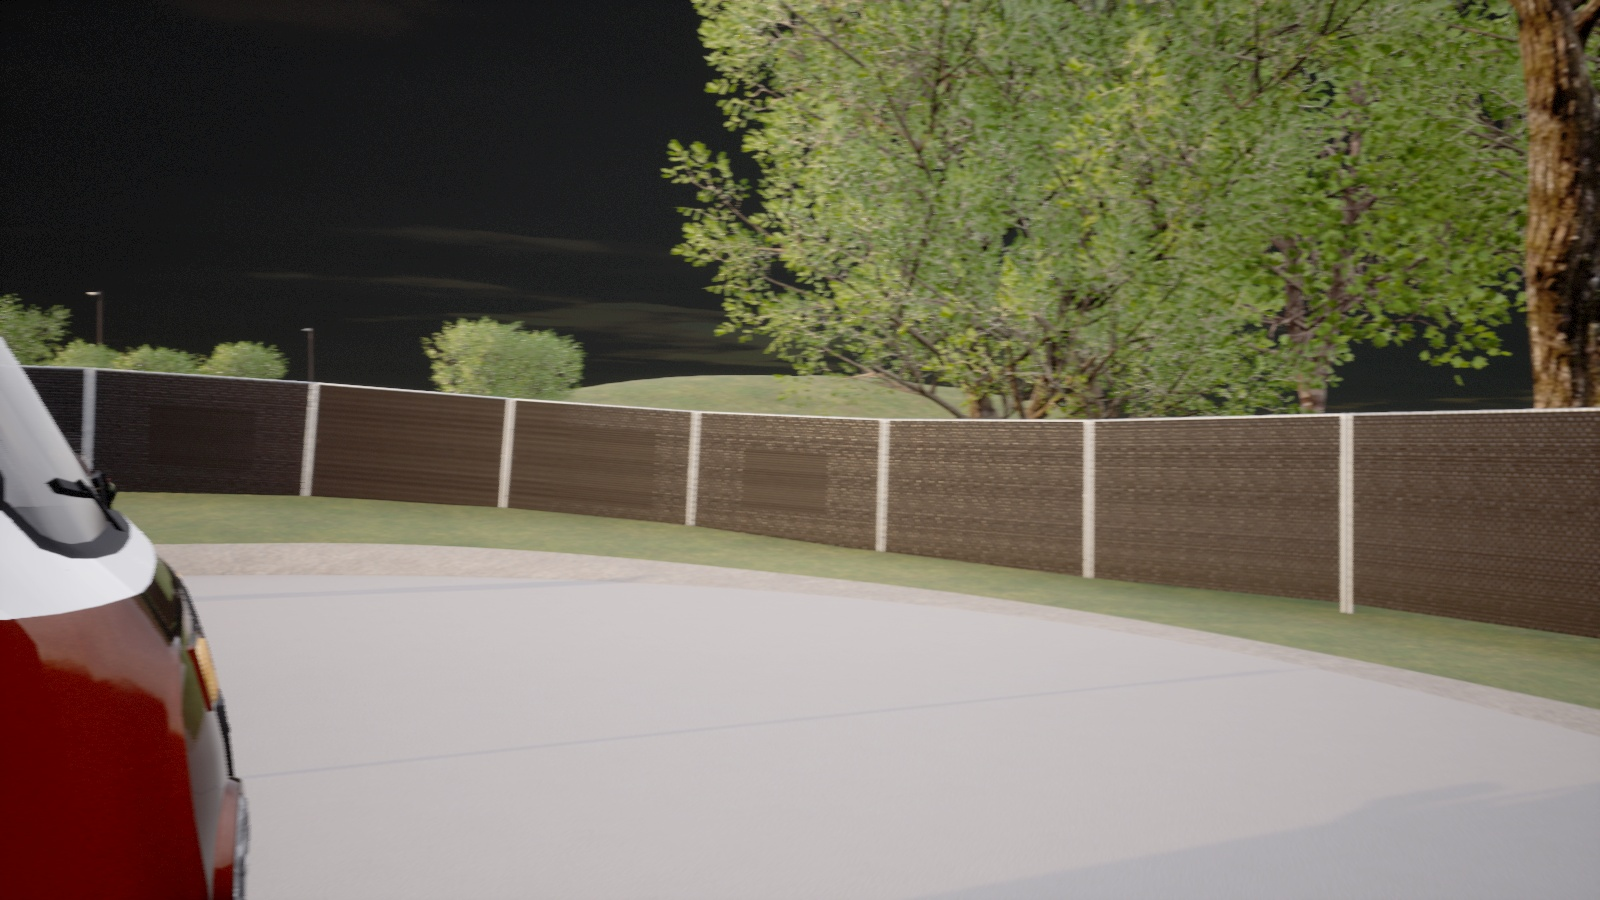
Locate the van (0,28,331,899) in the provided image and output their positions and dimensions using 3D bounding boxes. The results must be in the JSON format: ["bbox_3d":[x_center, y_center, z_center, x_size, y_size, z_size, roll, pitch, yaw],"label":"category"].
[{"bbox_3d":[-3.102,0.495,1.548,4.480,2.038,2.069,0,0,-28],"label":"van"}]
